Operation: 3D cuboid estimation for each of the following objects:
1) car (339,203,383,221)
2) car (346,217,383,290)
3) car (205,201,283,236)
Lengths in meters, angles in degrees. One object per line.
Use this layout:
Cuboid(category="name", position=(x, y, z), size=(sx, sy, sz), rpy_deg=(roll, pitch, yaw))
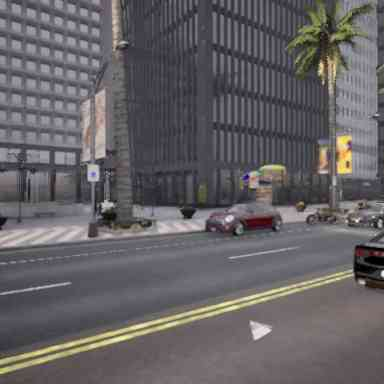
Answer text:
Cuboid(category="car", position=(11.756, 1.471, 21.205), size=(4.892, 1.490, 1.837), rpy_deg=(0, 0, -36))
Cuboid(category="car", position=(5.856, 1.463, 7.974), size=(5.008, 1.535, 1.882), rpy_deg=(0, 0, -36))
Cuboid(category="car", position=(2.929, 1.332, 18.444), size=(4.553, 1.767, 2.185), rpy_deg=(0, 0, -36))
